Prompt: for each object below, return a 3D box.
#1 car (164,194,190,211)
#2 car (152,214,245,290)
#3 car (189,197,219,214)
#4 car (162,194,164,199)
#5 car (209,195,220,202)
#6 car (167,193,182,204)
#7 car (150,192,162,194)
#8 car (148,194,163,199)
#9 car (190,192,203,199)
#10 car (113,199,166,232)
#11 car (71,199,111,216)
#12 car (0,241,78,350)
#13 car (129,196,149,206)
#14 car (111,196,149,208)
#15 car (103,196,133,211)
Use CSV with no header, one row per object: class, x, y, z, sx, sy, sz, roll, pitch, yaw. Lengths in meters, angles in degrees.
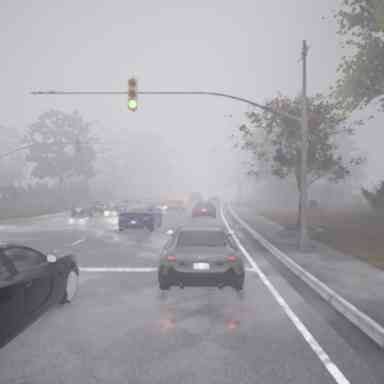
car,-1.695,1.331,38.642,1.882,1.535,5.008,0,0,4
car,0.238,1.530,9.052,1.994,1.385,4.181,0,0,1
car,1.099,1.453,29.322,1.994,1.385,4.181,0,0,4
car,-4.336,1.410,50.442,1.895,1.301,4.718,0,0,6
car,4.100,1.244,62.013,1.882,1.535,5.008,0,0,8
car,-3.135,1.123,60.635,2.097,1.767,4.553,0,0,7
car,-6.660,0.992,60.636,2.150,2.045,5.566,0,0,7
car,-5.232,1.348,41.292,1.837,1.490,4.892,0,0,5
car,0.801,0.987,62.704,2.150,2.045,5.566,0,0,7
car,-2.924,1.403,19.654,1.882,1.535,5.008,0,0,2
car,-9.523,1.374,30.849,2.128,1.511,4.902,0,0,4
car,-3.328,1.458,5.010,1.882,1.535,5.008,0,0,1
car,-7.899,1.374,50.018,1.994,1.385,4.181,0,0,6
car,-5.938,1.370,32.019,2.128,1.511,4.902,0,0,4
car,-8.844,1.339,40.051,2.128,1.511,4.902,0,0,5
